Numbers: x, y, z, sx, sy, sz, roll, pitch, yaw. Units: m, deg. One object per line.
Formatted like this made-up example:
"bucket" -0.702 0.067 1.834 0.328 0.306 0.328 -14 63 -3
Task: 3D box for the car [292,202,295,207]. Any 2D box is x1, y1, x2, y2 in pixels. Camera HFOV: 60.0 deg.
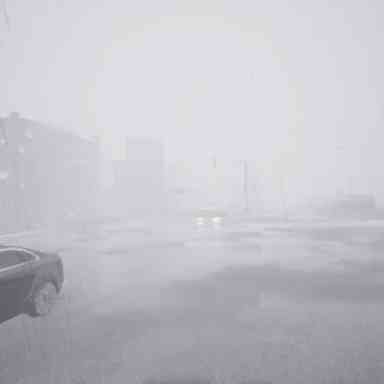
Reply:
"car" 23.875 2.162 66.831 5.566 2.045 2.435 0 -2 -7

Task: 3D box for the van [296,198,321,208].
"van" 24.377 2.286 69.710 4.442 1.987 1.878 0 -2 -7

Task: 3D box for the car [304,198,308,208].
"car" 20.664 1.851 52.289 4.553 1.767 2.185 0 -1 -7

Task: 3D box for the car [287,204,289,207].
"car" 28.342 3.231 87.142 5.008 1.535 2.097 1 -3 -7

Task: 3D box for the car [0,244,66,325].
"car" -4.022 1.663 5.270 2.128 1.511 4.902 -2 -1 12

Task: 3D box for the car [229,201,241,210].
"car" 7.407 2.279 57.073 1.882 1.535 5.008 -1 -2 12

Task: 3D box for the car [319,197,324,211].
"car" 17.412 1.589 37.752 4.674 1.452 2.002 0 -2 -8

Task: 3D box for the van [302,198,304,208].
"van" 21.161 1.835 55.177 4.442 1.987 1.878 0 -1 -8

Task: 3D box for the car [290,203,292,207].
"car" 25.106 2.366 72.623 5.566 2.045 2.435 0 -2 -7

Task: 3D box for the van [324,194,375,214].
"van" 16.657 1.237 34.830 4.442 1.987 1.878 0 -1 -8

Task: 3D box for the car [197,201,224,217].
"car" 1.817 1.615 31.730 1.812 1.442 4.674 -1 -1 12

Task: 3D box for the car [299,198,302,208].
"car" 22.102 2.145 58.126 5.366 1.575 1.946 0 -2 -8

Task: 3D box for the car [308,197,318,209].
"car" 18.519 1.716 43.536 5.366 1.575 1.946 0 -1 -8

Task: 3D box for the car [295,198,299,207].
"car" 23.209 2.321 63.908 5.008 1.535 2.097 0 -1 -8

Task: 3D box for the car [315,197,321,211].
"car" 18.061 1.675 40.653 4.674 1.452 2.002 0 -1 -8
